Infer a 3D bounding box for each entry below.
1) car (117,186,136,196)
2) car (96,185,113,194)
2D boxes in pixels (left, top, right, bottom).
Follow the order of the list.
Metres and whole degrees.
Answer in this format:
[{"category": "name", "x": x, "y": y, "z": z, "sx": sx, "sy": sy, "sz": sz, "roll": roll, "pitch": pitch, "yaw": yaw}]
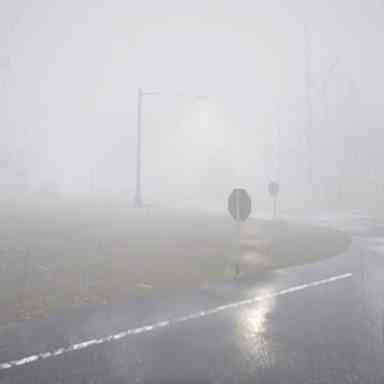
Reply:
[{"category": "car", "x": -10.251, "y": -0.209, "z": 52.859, "sx": 1.882, "sy": 1.535, "sz": 5.008, "roll": 0, "pitch": 2, "yaw": -36}, {"category": "car", "x": -16.085, "y": -0.531, "z": 60.985, "sx": 1.882, "sy": 1.535, "sz": 5.008, "roll": 0, "pitch": 2, "yaw": -36}]
